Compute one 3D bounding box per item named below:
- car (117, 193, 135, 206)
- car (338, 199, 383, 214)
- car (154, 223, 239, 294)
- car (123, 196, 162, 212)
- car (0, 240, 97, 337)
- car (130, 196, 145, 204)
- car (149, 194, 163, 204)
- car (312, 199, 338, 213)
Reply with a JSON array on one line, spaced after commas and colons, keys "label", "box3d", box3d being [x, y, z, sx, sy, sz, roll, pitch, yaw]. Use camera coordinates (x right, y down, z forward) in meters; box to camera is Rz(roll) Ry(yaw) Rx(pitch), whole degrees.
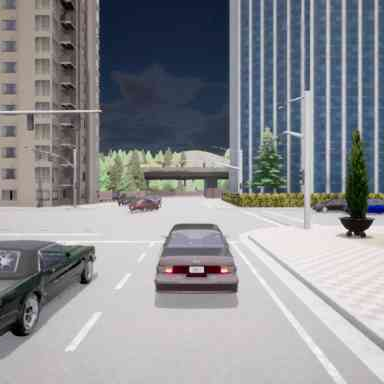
[{"label": "car", "box3d": [-10.466, 1.216, 53.861, 2.150, 2.045, 5.566, 0, 0, 0]}, {"label": "car", "box3d": [17.628, 1.474, 33.014, 5.008, 1.535, 1.882, 0, 0, 0]}, {"label": "car", "box3d": [0.096, 1.547, 8.943, 2.033, 1.411, 5.357, 0, 0, 0]}, {"label": "car", "box3d": [-5.410, 1.522, 38.086, 1.812, 1.442, 4.674, 0, 0, 27]}, {"label": "car", "box3d": [-3.423, 1.600, 6.606, 1.895, 1.301, 4.718, 0, 0, 1]}, {"label": "car", "box3d": [-10.394, 1.541, 64.101, 2.033, 1.411, 5.357, 0, 0, 1]}, {"label": "car", "box3d": [-6.899, 1.346, 63.716, 2.097, 1.767, 4.553, 0, 0, 1]}, {"label": "car", "box3d": [15.677, 1.501, 36.499, 4.892, 1.490, 1.837, 0, 0, 0]}]
